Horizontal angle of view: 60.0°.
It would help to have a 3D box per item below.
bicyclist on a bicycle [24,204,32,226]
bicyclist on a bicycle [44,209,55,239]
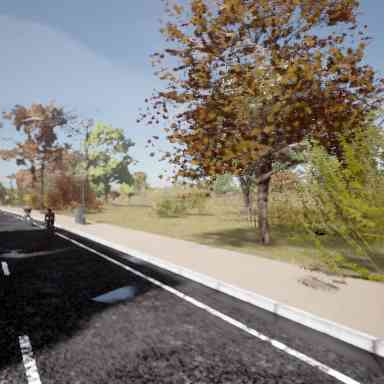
[{"bbox_3d":[-13.202,1.828,26.709,0.659,1.776,1.843,0,-1,-33],"label":"bicyclist on a bicycle"},{"bbox_3d":[-7.842,1.760,18.384,0.582,1.620,1.656,0,-1,-32],"label":"bicyclist on a bicycle"}]
